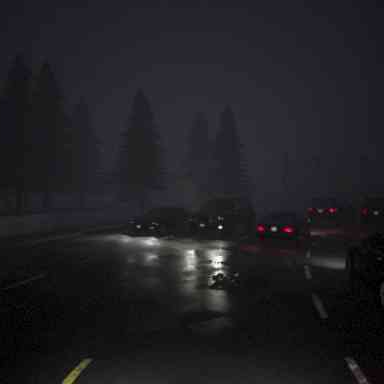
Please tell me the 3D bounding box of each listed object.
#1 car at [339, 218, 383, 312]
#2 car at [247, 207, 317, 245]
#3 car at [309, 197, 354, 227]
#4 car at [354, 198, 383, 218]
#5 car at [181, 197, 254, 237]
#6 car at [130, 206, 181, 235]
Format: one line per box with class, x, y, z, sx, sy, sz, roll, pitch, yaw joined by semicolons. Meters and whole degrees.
car;4.817;1.575;7.392;1.837;1.490;4.892;0;-1;13
car;4.665;1.666;16.528;2.033;1.411;5.357;0;0;27
car;10.574;1.423;24.889;2.150;2.045;5.566;0;0;41
car;13.158;1.425;22.490;2.150;2.045;5.566;0;-1;42
car;1.888;1.337;19.226;2.150;2.045;5.566;0;0;30
car;-1.679;1.602;19.756;1.837;1.490;4.892;0;-1;28
